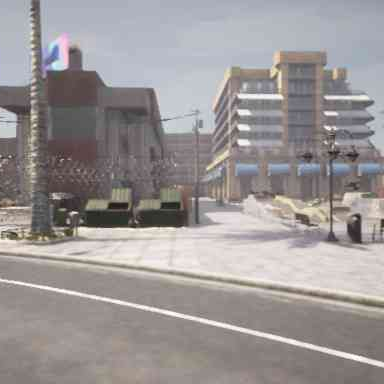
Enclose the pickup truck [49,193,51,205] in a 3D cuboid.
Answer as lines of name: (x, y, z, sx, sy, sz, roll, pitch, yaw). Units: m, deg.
pickup truck: (-12.114, 1.102, 29.984, 2.390, 2.098, 6.274, 0, 0, -3)
